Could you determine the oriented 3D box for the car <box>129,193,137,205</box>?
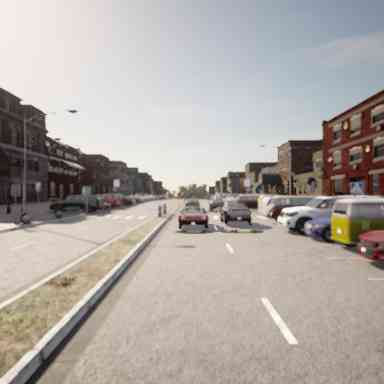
[{"bbox_3d":[-12.873,1.332,56.997,5.566,2.045,2.435,0,0,0],"label":"car"}]

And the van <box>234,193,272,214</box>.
[{"bbox_3d":[7.730,1.340,40.311,4.442,1.987,1.878,0,0,0],"label":"van"}]

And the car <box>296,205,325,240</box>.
[{"bbox_3d":[7.633,1.494,15.495,4.674,1.452,2.002,0,0,0],"label":"car"}]

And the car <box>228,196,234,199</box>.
[{"bbox_3d":[7.580,1.609,45.829,4.792,1.488,2.163,0,0,0],"label":"car"}]

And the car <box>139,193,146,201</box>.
[{"bbox_3d":[-12.892,1.555,70.775,4.892,1.521,2.231,0,0,0],"label":"car"}]

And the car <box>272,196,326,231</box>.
[{"bbox_3d":[7.599,1.210,18.255,5.566,2.045,2.435,0,0,0],"label":"car"}]

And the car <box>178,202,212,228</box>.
[{"bbox_3d":[0.086,1.605,22.187,1.895,1.301,4.718,0,0,0],"label":"car"}]

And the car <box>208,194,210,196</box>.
[{"bbox_3d":[7.555,1.310,84.433,5.566,2.045,2.435,0,0,0],"label":"car"}]

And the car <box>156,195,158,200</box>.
[{"bbox_3d":[-12.833,1.341,90.218,5.566,2.045,2.435,0,-1,0],"label":"car"}]

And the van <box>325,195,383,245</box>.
[{"bbox_3d":[7.747,1.224,12.618,4.442,1.987,1.878,0,0,0],"label":"van"}]

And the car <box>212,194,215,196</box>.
[{"bbox_3d":[7.565,1.310,70.652,5.566,2.045,2.435,0,0,0],"label":"car"}]

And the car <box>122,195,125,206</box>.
[{"bbox_3d":[-12.915,1.584,48.661,4.892,1.521,2.231,0,0,0],"label":"car"}]

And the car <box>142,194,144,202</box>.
[{"bbox_3d":[-12.918,1.591,67.995,4.792,1.488,2.163,0,0,0],"label":"car"}]

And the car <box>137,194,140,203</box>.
[{"bbox_3d":[-12.714,1.578,59.780,5.366,1.575,1.946,0,0,0],"label":"car"}]

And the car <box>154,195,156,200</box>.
[{"bbox_3d":[-13.050,1.565,87.437,5.366,1.575,1.946,0,0,0],"label":"car"}]

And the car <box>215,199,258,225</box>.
[{"bbox_3d":[3.071,1.501,23.973,2.128,1.511,4.902,0,0,0],"label":"car"}]

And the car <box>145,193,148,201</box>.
[{"bbox_3d":[-12.887,1.545,73.679,5.008,1.535,2.097,0,0,0],"label":"car"}]

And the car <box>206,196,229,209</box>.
[{"bbox_3d":[3.072,1.594,41.280,1.837,1.490,4.892,0,0,0],"label":"car"}]

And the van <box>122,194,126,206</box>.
[{"bbox_3d":[-13.033,1.360,51.444,4.442,1.987,1.878,0,0,0],"label":"van"}]

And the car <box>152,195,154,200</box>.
[{"bbox_3d":[-12.866,1.589,84.663,4.674,1.452,2.002,0,0,0],"label":"car"}]

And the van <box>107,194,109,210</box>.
[{"bbox_3d":[-12.836,1.340,40.201,4.442,1.987,1.878,0,0,0],"label":"van"}]

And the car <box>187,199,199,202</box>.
[{"bbox_3d":[0.072,1.593,41.283,1.837,1.490,4.892,0,0,0],"label":"car"}]

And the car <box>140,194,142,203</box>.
[{"bbox_3d":[-12.887,1.569,65.215,5.008,1.535,2.097,0,0,0],"label":"car"}]

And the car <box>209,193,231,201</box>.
[{"bbox_3d":[7.552,1.350,89.943,5.566,2.045,2.435,0,-1,0],"label":"car"}]

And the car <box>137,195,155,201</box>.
[{"bbox_3d":[-12.856,1.665,92.990,4.674,1.452,2.002,0,-1,0],"label":"car"}]

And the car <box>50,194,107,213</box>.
[{"bbox_3d":[-12.994,1.304,37.425,5.566,2.045,2.435,0,0,0],"label":"car"}]

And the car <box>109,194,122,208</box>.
[{"bbox_3d":[-12.960,1.328,45.761,5.566,2.045,2.435,0,0,0],"label":"car"}]

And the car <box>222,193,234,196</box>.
[{"bbox_3d":[7.579,1.332,48.587,5.566,2.045,2.435,0,0,0],"label":"car"}]

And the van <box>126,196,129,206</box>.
[{"bbox_3d":[-13.025,1.360,54.098,4.442,1.987,1.878,0,0,0],"label":"van"}]

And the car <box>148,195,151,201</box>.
[{"bbox_3d":[-13.060,1.533,79.235,5.366,1.575,1.946,0,0,0],"label":"car"}]

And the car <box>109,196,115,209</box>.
[{"bbox_3d":[-12.914,1.603,43.107,4.792,1.488,2.163,0,0,0],"label":"car"}]

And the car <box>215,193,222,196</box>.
[{"bbox_3d":[7.564,1.443,67.895,4.553,1.767,2.185,0,0,0],"label":"car"}]

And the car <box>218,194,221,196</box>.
[{"bbox_3d":[7.786,1.581,59.619,5.366,1.575,1.946,0,0,0],"label":"car"}]

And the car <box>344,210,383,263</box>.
[{"bbox_3d":[7.639,1.450,9.983,5.008,1.535,2.097,0,0,0],"label":"car"}]
